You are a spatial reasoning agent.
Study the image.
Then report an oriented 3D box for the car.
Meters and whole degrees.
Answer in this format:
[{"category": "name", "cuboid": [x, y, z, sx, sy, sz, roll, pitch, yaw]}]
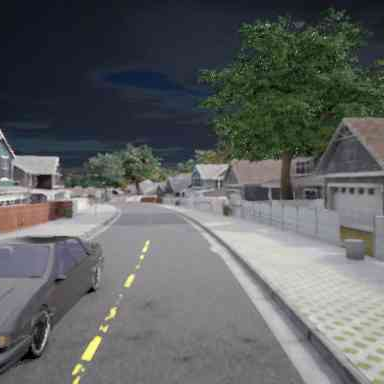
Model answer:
[{"category": "car", "cuboid": [-2.998, 1.559, 6.171, 2.033, 1.411, 5.357, 0, 0, -2]}]
